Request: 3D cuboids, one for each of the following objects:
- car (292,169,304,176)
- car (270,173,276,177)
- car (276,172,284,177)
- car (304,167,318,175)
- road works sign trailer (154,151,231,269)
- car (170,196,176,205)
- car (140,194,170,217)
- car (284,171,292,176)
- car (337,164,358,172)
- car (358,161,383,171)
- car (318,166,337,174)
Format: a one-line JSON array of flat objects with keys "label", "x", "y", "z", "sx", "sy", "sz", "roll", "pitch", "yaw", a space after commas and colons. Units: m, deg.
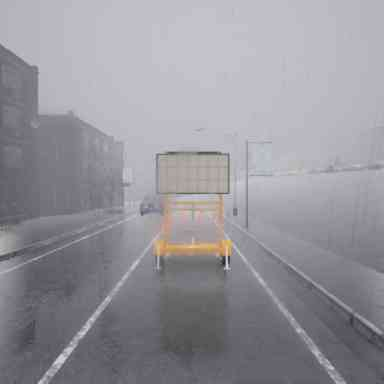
[{"label": "car", "x": 22.419, "y": -3.779, "z": 66.167, "sx": 2.097, "sy": 1.535, "sz": 5.008, "roll": 0, "pitch": 1, "yaw": -4}, {"label": "car", "x": 21.698, "y": -4.057, "z": 82.763, "sx": 2.231, "sy": 1.521, "sz": 4.892, "roll": 0, "pitch": 1, "yaw": -1}, {"label": "car", "x": 21.829, "y": -3.978, "z": 77.246, "sx": 2.231, "sy": 1.521, "sz": 4.892, "roll": 0, "pitch": 1, "yaw": -1}, {"label": "car", "x": 22.890, "y": -3.802, "z": 60.662, "sx": 2.185, "sy": 1.767, "sz": 4.553, "roll": 0, "pitch": 1, "yaw": -5}, {"label": "road works sign trailer", "x": 0.034, "y": 0.460, "z": 11.070, "sx": 2.380, "sy": 3.560, "sz": 2.880, "roll": 0, "pitch": 0, "yaw": 1}, {"label": "car", "x": -4.032, "y": 1.468, "z": 61.267, "sx": 2.097, "sy": 1.767, "sz": 4.553, "roll": 0, "pitch": -1, "yaw": -5}, {"label": "car", "x": -3.614, "y": 1.209, "z": 31.987, "sx": 2.150, "sy": 2.045, "sz": 5.566, "roll": 0, "pitch": 0, "yaw": 0}, {"label": "car", "x": 22.065, "y": -3.841, "z": 71.704, "sx": 2.002, "sy": 1.452, "sz": 4.674, "roll": 0, "pitch": 1, "yaw": -3}, {"label": "car", "x": 24.217, "y": -3.431, "z": 49.498, "sx": 2.002, "sy": 1.452, "sz": 4.674, "roll": 0, "pitch": 1, "yaw": -7}, {"label": "car", "x": 25.024, "y": -3.369, "z": 44.137, "sx": 2.231, "sy": 1.521, "sz": 4.892, "roll": 0, "pitch": 1, "yaw": -9}, {"label": "car", "x": 23.512, "y": -3.542, "z": 54.971, "sx": 2.163, "sy": 1.488, "sz": 4.792, "roll": 0, "pitch": 1, "yaw": -6}]
